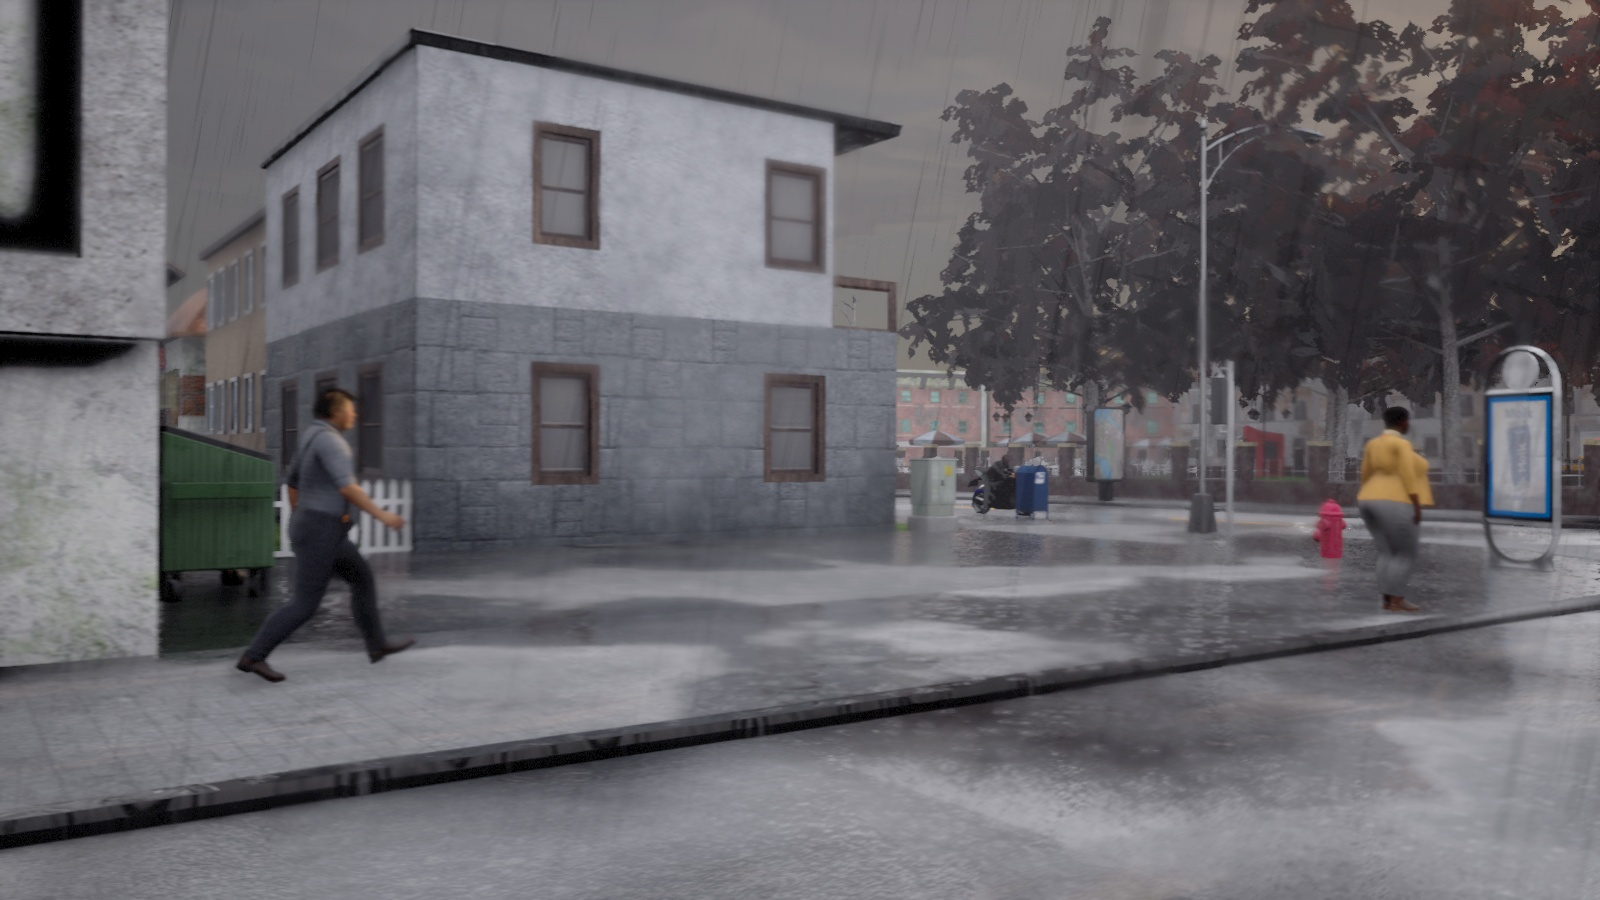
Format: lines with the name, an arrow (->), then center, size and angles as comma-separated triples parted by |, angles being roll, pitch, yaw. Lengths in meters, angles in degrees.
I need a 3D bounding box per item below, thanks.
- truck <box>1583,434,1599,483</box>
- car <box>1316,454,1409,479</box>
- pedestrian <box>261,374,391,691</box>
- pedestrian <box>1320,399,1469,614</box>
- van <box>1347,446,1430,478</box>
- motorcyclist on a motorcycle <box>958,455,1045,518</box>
truck -> 42.845, 0.440, 63.244 | 2.627, 2.467, 5.204 | 0, 0, -35
car -> 33.974, 0.981, 75.926 | 1.837, 1.490, 4.892 | 0, 0, -35
pedestrian -> -2.925, 0.483, 7.734 | 0.694, 1.848, 0.540 | 0, 0, -27
pedestrian -> 5.319, 0.488, 11.286 | 0.900, 1.855, 0.874 | 0, 0, -3
van -> 36.863, 0.736, 78.775 | 1.775, 1.987, 4.442 | 0, 0, -35
motorcyclist on a motorcycle -> 5.016, 0.882, 31.339 | 0.866, 1.530, 2.191 | 0, 0, -35
